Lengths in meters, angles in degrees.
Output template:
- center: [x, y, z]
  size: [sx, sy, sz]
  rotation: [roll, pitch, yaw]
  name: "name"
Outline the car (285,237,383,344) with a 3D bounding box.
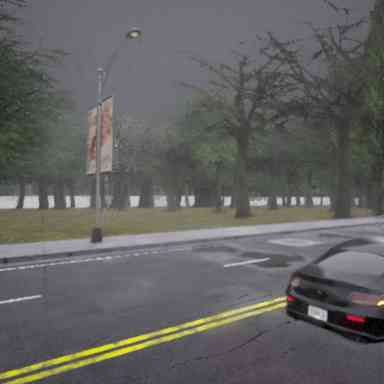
- center: [3.651, 1.560, 6.043]
  size: [4.674, 1.442, 1.812]
  rotation: [0, 0, -35]
  name: "car"
